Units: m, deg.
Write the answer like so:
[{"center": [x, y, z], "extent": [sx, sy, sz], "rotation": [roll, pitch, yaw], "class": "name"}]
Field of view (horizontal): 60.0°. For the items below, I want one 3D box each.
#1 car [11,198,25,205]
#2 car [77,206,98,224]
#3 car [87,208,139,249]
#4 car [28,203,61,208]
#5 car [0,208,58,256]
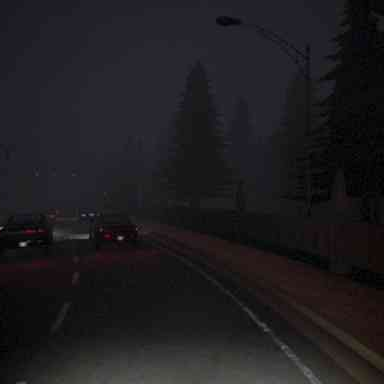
[{"center": [-44.357, 2.543, 84.041], "extent": [1.994, 1.385, 4.181], "rotation": [0, -1, -40], "class": "car"}, {"center": [-8.748, 1.863, 28.347], "extent": [2.033, 1.411, 5.357], "rotation": [0, -1, -21], "class": "car"}, {"center": [-3.733, 1.697, 15.673], "extent": [1.812, 1.442, 4.674], "rotation": [0, 0, -21], "class": "car"}, {"center": [-12.004, 1.861, 27.067], "extent": [2.033, 1.411, 5.357], "rotation": [0, -1, -21], "class": "car"}, {"center": [-6.846, 1.658, 14.017], "extent": [2.128, 1.511, 4.902], "rotation": [0, 0, -21], "class": "car"}]
